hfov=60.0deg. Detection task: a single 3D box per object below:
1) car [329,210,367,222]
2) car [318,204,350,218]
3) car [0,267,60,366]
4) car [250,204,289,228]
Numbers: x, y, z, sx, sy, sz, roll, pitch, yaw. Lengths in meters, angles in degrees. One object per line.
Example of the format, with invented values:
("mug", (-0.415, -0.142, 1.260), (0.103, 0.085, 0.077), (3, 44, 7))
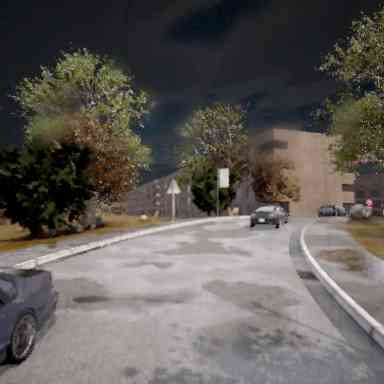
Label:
("car", (20.962, 3.237, 44.571), (5.357, 1.411, 2.033), (5, -6, -32))
("car", (15.271, 2.121, 35.726), (4.902, 1.511, 2.128), (7, -8, -44))
("car", (-3.174, 1.551, 3.137), (2.033, 1.411, 5.357), (0, 0, 3))
("car", (5.106, 1.513, 21.829), (1.812, 1.442, 4.674), (-2, -1, 25))
